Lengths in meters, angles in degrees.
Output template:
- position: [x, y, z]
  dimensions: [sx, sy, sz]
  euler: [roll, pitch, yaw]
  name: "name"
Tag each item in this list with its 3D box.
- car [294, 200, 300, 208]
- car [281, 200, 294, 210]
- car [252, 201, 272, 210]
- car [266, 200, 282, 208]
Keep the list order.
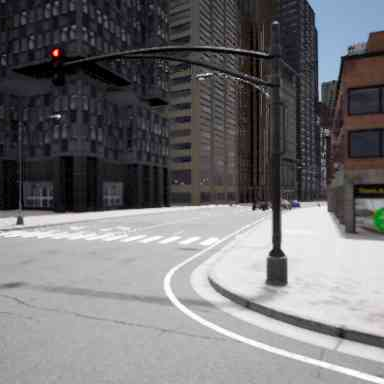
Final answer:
- position: [19.162, 2.275, 63.025]
  dimensions: [1.882, 1.535, 5.008]
  euler: [0, -1, 28]
  name: "car"
- position: [14.789, 2.020, 54.344]
  dimensions: [2.097, 1.767, 4.553]
  euler: [0, -1, 26]
  name: "car"
- position: [11.263, 2.199, 54.536]
  dimensions: [1.812, 1.442, 4.674]
  euler: [0, -1, 26]
  name: "car"
- position: [15.734, 2.331, 63.512]
  dimensions: [1.812, 1.442, 4.674]
  euler: [0, -1, 28]
  name: "car"
